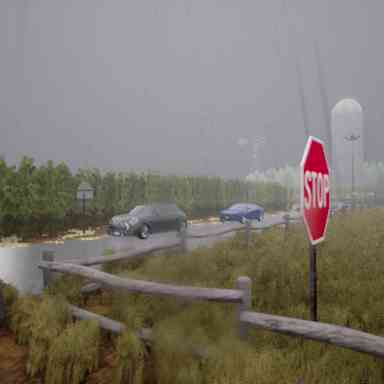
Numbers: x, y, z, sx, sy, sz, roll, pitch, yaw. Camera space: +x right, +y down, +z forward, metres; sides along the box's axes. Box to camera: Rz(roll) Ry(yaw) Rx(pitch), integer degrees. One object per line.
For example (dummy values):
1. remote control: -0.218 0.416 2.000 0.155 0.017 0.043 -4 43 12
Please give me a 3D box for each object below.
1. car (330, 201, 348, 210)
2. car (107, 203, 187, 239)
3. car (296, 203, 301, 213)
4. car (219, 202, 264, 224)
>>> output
1. car: 16.080 1.715 37.317 2.033 1.411 5.357 -1 0 35
2. car: -2.242 1.390 17.492 2.097 1.767 4.553 -1 -1 36
3. car: 14.086 1.763 40.068 1.994 1.385 4.181 -1 -1 36
4. car: 3.976 1.603 26.134 1.882 1.535 5.008 -1 -1 36
